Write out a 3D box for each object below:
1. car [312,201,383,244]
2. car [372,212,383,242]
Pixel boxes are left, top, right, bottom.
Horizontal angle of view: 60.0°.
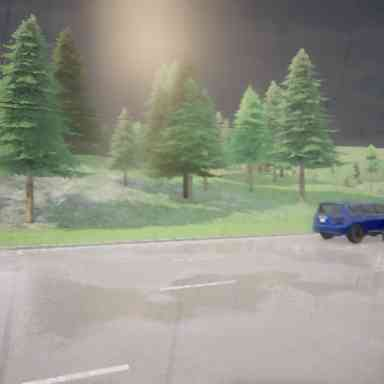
[{"bbox_3d":[9.031,1.496,17.568,5.566,2.045,2.150,0,-1,-21],"label":"car"},{"bbox_3d":[10.525,1.719,14.381,4.892,1.490,1.837,0,-1,-21],"label":"car"}]
